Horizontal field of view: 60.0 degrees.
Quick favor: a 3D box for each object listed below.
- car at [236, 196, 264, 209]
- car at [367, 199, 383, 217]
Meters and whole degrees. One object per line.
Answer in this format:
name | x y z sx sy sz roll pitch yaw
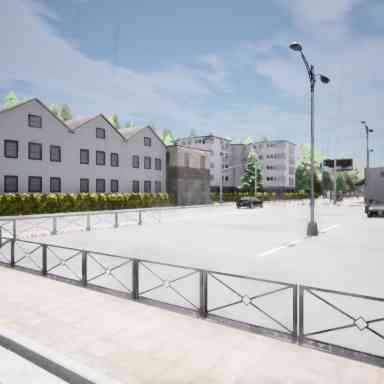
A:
car | 7.360 1.286 41.957 1.882 1.535 5.008 0 0 35
car | 15.416 1.298 26.814 2.007 1.523 4.514 0 0 35
